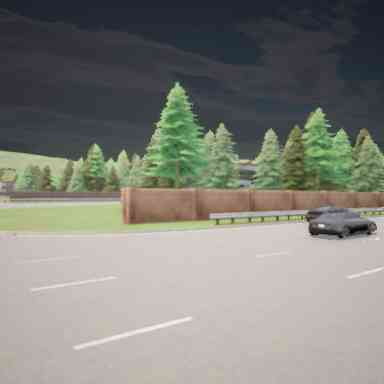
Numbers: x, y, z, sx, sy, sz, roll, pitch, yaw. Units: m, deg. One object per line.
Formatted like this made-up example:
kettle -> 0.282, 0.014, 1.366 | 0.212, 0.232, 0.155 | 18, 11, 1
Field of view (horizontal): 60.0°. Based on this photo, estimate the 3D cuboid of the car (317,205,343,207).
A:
car -> 10.193, 1.712, 23.912 | 4.892, 1.490, 1.837 | 1, 0, -35

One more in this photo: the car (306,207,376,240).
car -> 8.289, 1.725, 18.255 | 4.181, 1.385, 1.994 | 1, 0, -36
